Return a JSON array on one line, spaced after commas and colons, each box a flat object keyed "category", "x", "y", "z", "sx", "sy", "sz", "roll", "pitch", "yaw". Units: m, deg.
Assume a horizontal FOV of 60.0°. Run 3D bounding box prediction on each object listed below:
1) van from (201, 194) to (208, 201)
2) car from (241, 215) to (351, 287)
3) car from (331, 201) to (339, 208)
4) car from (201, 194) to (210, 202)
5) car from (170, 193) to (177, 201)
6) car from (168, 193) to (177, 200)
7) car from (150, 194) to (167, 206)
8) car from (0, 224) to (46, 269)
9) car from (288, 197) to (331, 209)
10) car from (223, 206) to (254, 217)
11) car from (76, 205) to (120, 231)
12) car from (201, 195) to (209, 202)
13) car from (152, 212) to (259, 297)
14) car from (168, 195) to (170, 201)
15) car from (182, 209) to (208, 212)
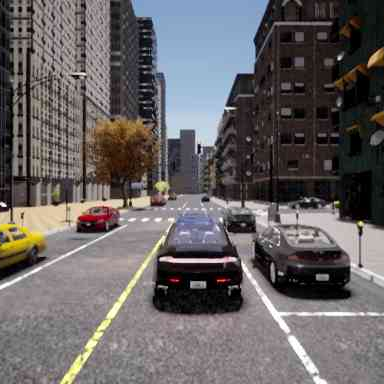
[{"category": "van", "x": 3.113, "y": 1.342, "z": 85.706, "sx": 1.690, "sy": 1.788, "sz": 3.998, "roll": 0, "pitch": 0, "yaw": 0}, {"category": "car", "x": 2.732, "y": 1.543, "z": 9.116, "sx": 2.008, "sy": 1.369, "sz": 4.403, "roll": 0, "pitch": 0, "yaw": 0}, {"category": "car", "x": 19.017, "y": 1.220, "z": 39.561, "sx": 4.829, "sy": 1.417, "sz": 1.752, "roll": -1, "pitch": 1, "yaw": 0}, {"category": "car", "x": 3.058, "y": 1.558, "z": 74.660, "sx": 1.947, "sy": 1.339, "sz": 4.313, "roll": 0, "pitch": 0, "yaw": 0}, {"category": "car", "x": -5.268, "y": 1.567, "z": 85.748, "sx": 1.947, "sy": 1.339, "sz": 4.313, "roll": 0, "pitch": 0, "yaw": 0}, {"category": "car", "x": -5.241, "y": 1.322, "z": 91.270, "sx": 2.192, "sy": 1.841, "sz": 5.009, "roll": 0, "pitch": 0, "yaw": 0}, {"category": "car", "x": -5.433, "y": 1.299, "z": 52.611, "sx": 2.192, "sy": 1.841, "sz": 5.009, "roll": 0, "pitch": 0, "yaw": 0}, {"category": "car", "x": -5.649, "y": 1.517, "z": 8.988, "sx": 1.752, "sy": 1.417, "sz": 4.829, "roll": 0, "pitch": 0, "yaw": 0}, {"category": "car", "x": 13.620, "y": 1.321, "z": 39.534, "sx": 4.403, "sy": 1.369, "sz": 2.008, "roll": -1, "pitch": 1, "yaw": 0}, {"category": "car", "x": 2.786, "y": 1.536, "z": 20.182, "sx": 2.008, "sy": 1.369, "sz": 4.403, "roll": 0, "pitch": 0, "yaw": 0}, {"category": "car", "x": -5.594, "y": 1.530, "z": 20.223, "sx": 1.887, "sy": 1.381, "sz": 4.507, "roll": 0, "pitch": 0, "yaw": 0}, {"category": "car", "x": 3.086, "y": 1.521, "z": 80.353, "sx": 1.752, "sy": 1.417, "sz": 4.829, "roll": 0, "pitch": 0, "yaw": 0}, {"category": "car", "x": 0.130, "y": 1.484, "z": 8.518, "sx": 2.128, "sy": 1.511, "sz": 4.902, "roll": 0, "pitch": 0, "yaw": 0}, {"category": "car", "x": -5.405, "y": 1.551, "z": 58.134, "sx": 1.947, "sy": 1.339, "sz": 4.313, "roll": 0, "pitch": 0, "yaw": 0}, {"category": "car", "x": 0.167, "y": 1.587, "z": 18.635, "sx": 1.895, "sy": 1.301, "sz": 4.718, "roll": 0, "pitch": 0, "yaw": 1}]
